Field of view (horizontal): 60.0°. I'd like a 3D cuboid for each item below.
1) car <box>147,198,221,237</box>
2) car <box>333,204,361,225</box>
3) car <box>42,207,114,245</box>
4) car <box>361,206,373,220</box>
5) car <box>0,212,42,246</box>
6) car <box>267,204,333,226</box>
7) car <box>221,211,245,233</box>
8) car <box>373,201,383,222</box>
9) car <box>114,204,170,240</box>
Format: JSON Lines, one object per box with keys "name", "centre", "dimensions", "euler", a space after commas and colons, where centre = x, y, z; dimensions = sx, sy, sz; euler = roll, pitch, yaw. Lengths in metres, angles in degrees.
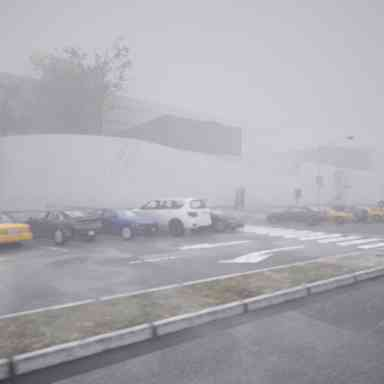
{"name": "car", "centre": [-1.520, 1.359, 19.276], "dimensions": [5.566, 2.045, 2.435], "euler": [-1, -1, 35]}
{"name": "car", "centre": [10.801, 1.830, 27.808], "dimensions": [5.366, 1.575, 1.946], "euler": [0, -2, 35]}
{"name": "car", "centre": [-6.347, 1.539, 15.792], "dimensions": [4.892, 1.521, 2.231], "euler": [-1, -1, 35]}
{"name": "car", "centre": [13.050, 1.917, 29.655], "dimensions": [4.792, 1.488, 2.163], "euler": [0, -1, 35]}
{"name": "car", "centre": [-8.933, 1.502, 14.170], "dimensions": [5.366, 1.575, 1.946], "euler": [-1, -1, 35]}
{"name": "car", "centre": [8.220, 1.826, 26.176], "dimensions": [4.674, 1.452, 2.002], "euler": [-1, -1, 35]}
{"name": "car", "centre": [0.933, 1.653, 21.000], "dimensions": [4.892, 1.521, 2.231], "euler": [-1, -2, 34]}
{"name": "car", "centre": [15.660, 1.936, 31.269], "dimensions": [5.366, 1.575, 1.946], "euler": [0, -2, 35]}
{"name": "car", "centre": [-3.923, 1.573, 17.535], "dimensions": [5.008, 1.535, 2.097], "euler": [-1, -2, 35]}
